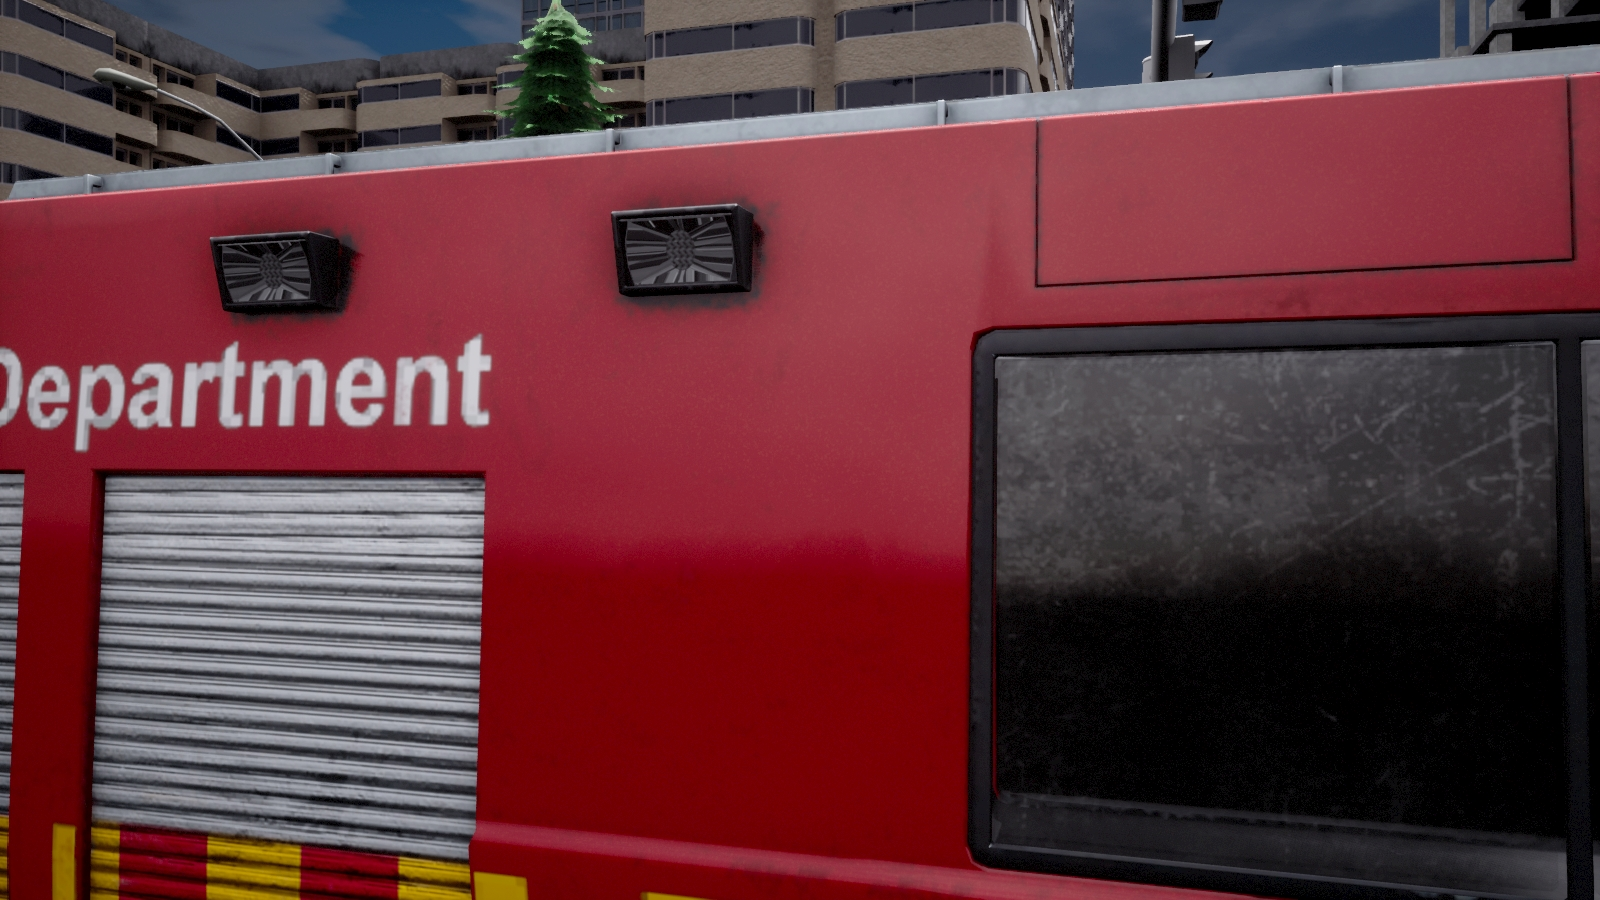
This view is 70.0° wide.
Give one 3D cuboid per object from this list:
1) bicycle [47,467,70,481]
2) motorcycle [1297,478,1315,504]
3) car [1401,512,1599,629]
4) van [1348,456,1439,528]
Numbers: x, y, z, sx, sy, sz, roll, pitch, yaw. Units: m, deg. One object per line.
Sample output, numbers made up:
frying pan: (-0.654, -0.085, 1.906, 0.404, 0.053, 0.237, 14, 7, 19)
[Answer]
bicycle: (-65.142, 2.102, 100.377, 1.487, 1.276, 0.859, 0, 0, 15)
motorcycle: (27.031, 2.155, 61.036, 0.764, 1.307, 2.356, 0, 0, 27)
car: (12.484, 2.037, 20.491, 2.038, 1.542, 4.974, 0, 0, 16)
van: (22.999, 1.534, 44.515, 1.988, 2.561, 5.915, 0, 0, 16)
